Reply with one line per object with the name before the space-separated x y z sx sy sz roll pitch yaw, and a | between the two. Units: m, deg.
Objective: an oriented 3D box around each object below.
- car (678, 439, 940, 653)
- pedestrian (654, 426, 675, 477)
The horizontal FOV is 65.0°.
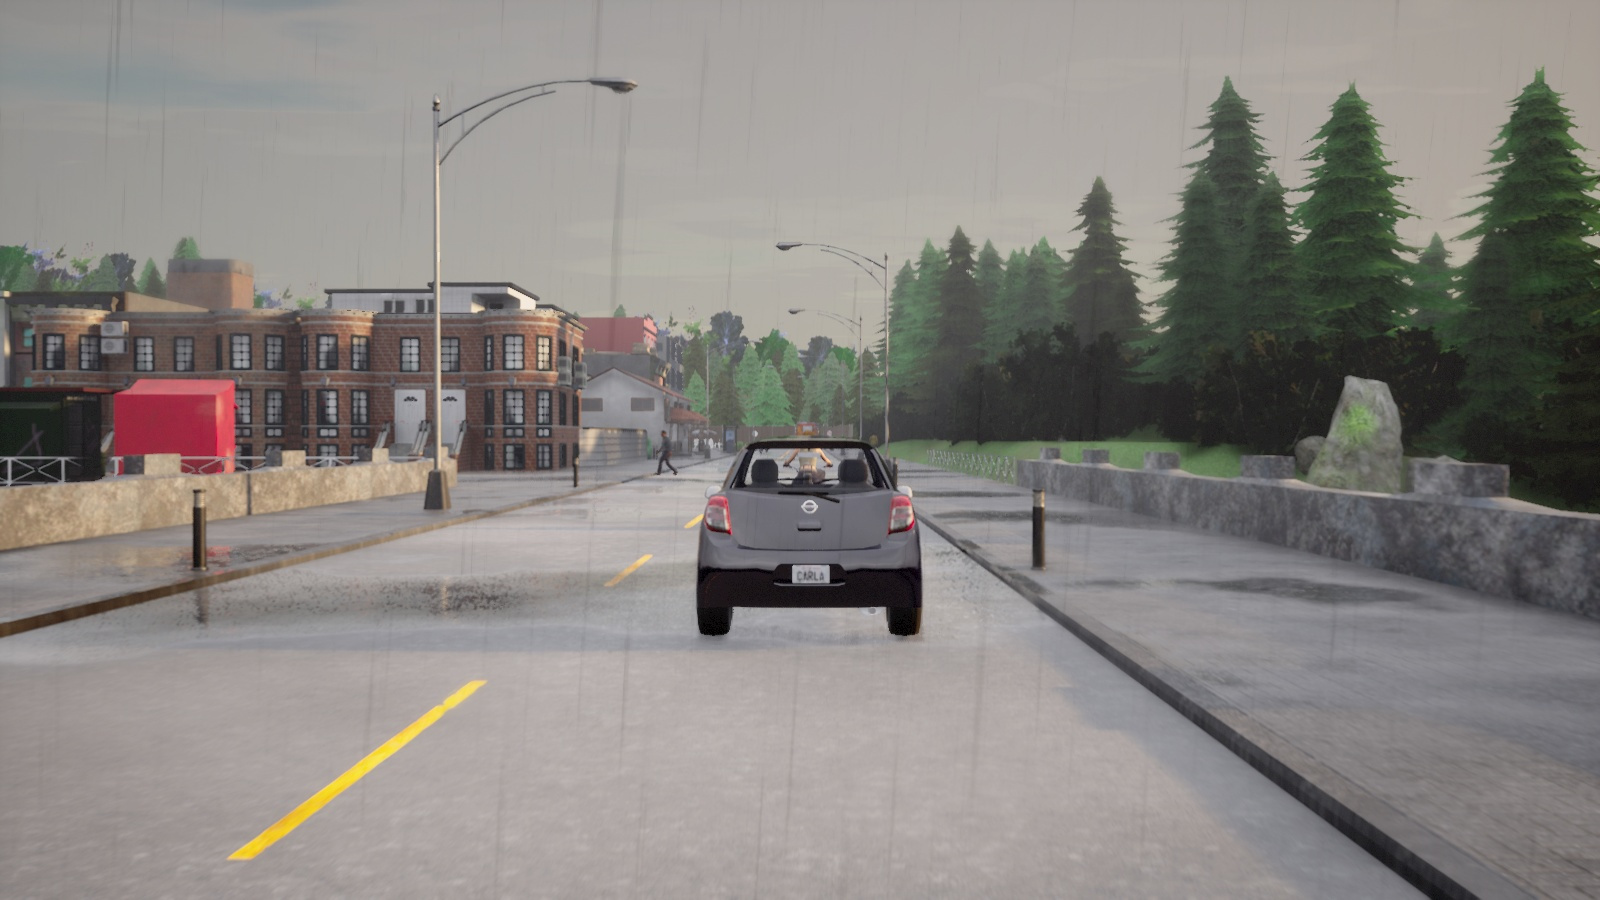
car | 0.075 0.660 10.665 1.845 1.501 3.633 0 1 0
pedestrian | -5.220 0.068 48.358 0.788 1.949 0.423 0 1 -8
